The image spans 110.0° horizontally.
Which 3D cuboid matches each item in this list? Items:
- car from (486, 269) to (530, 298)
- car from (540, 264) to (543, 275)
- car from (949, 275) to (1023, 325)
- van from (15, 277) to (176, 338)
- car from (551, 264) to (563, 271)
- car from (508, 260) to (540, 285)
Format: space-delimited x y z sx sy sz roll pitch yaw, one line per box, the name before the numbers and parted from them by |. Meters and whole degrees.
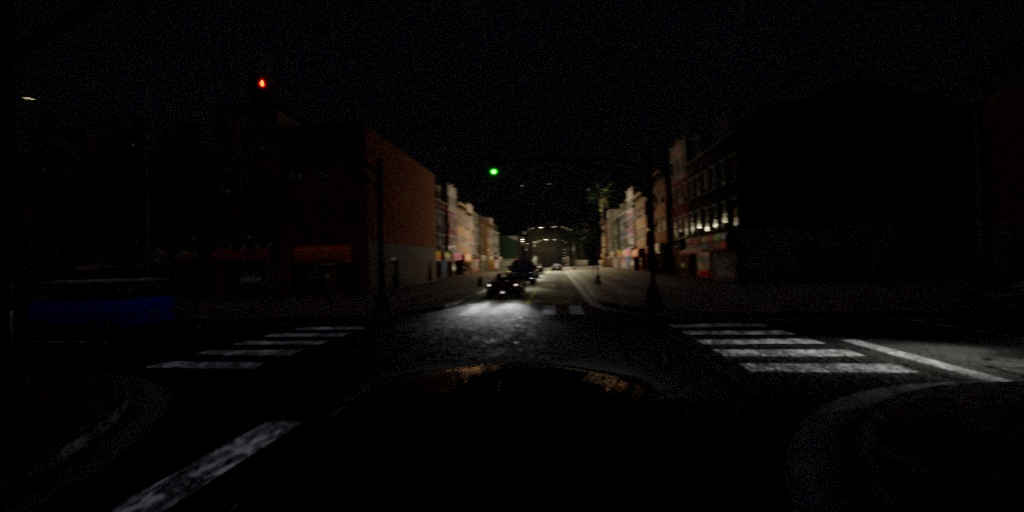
car | -0.242 1.637 21.098 1.895 1.301 4.718 -2 -1 7
car | 2.214 1.763 40.960 1.837 1.490 4.892 -2 -1 7
car | 13.442 1.003 8.543 4.403 1.370 2.007 0 0 7
van | -13.361 1.616 11.714 3.998 1.789 1.690 0 0 7
car | 8.150 2.061 64.982 1.994 1.385 4.181 -2 -1 7
car | 0.954 1.367 30.894 2.150 2.045 5.566 -2 -1 7
